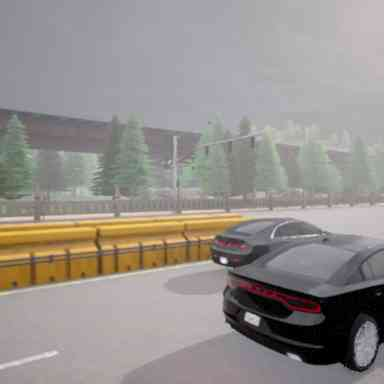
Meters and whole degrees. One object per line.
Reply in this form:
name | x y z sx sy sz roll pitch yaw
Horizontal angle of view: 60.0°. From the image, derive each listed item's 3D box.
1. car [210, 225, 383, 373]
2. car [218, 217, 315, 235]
car | 2.790 1.487 5.733 5.008 1.535 1.882 0 0 -36
car | 2.794 1.519 10.039 4.892 1.490 1.837 0 0 -36
